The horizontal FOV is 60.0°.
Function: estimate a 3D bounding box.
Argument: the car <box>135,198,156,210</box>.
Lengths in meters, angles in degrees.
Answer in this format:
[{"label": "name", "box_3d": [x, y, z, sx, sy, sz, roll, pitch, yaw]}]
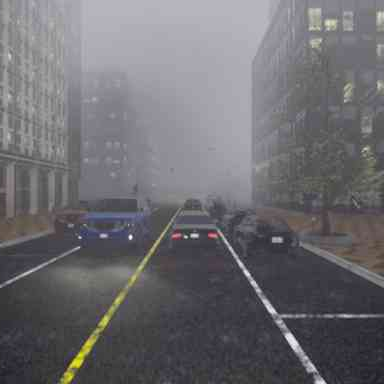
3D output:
[{"label": "car", "box_3d": [-5.699, 1.452, 40.902, 1.947, 1.339, 4.313, 0, 0, 0]}]

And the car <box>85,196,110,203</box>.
[{"label": "car", "box_3d": [-17.485, 1.365, 61.684, 4.206, 1.307, 1.802, 0, 0, 0]}]

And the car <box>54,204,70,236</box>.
[{"label": "car", "box_3d": [-5.691, 1.260, 18.146, 2.192, 1.841, 5.009, 0, 0, 0]}]

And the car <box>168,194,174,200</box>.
[{"label": "car", "box_3d": [-5.716, 1.324, 91.031, 1.752, 1.417, 4.829, 0, 0, 0]}]

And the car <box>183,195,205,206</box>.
[{"label": "car", "box_3d": [0.088, 1.379, 34.649, 1.882, 1.535, 5.008, 0, 0, 0]}]

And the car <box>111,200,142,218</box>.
[{"label": "car", "box_3d": [-5.696, 1.459, 29.525, 1.887, 1.381, 4.507, 0, 0, 0]}]

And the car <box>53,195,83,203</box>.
[{"label": "car", "box_3d": [-22.977, 1.297, 61.669, 4.829, 1.417, 1.752, 0, 0, 0]}]

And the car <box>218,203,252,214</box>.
[{"label": "car", "box_3d": [2.656, 1.511, 18.123, 1.947, 1.339, 4.313, 0, 0, 0]}]

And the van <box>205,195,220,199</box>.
[{"label": "van", "box_3d": [2.649, 1.228, 40.878, 1.690, 1.788, 3.998, 0, 0, 0]}]

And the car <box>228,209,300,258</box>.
[{"label": "car", "box_3d": [2.657, 1.527, 12.433, 1.947, 1.339, 4.313, 0, 0, 0]}]

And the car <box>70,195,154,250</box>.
[{"label": "car", "box_3d": [-3.105, 1.175, 14.464, 2.150, 2.045, 5.566, 0, 0, 0]}]

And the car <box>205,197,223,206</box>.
[{"label": "car", "box_3d": [2.650, 1.483, 35.190, 1.802, 1.307, 4.206, 0, 0, 0]}]

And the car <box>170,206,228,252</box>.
[{"label": "car", "box_3d": [0.092, 1.505, 13.621, 2.033, 1.411, 5.357, 0, 0, 0]}]
